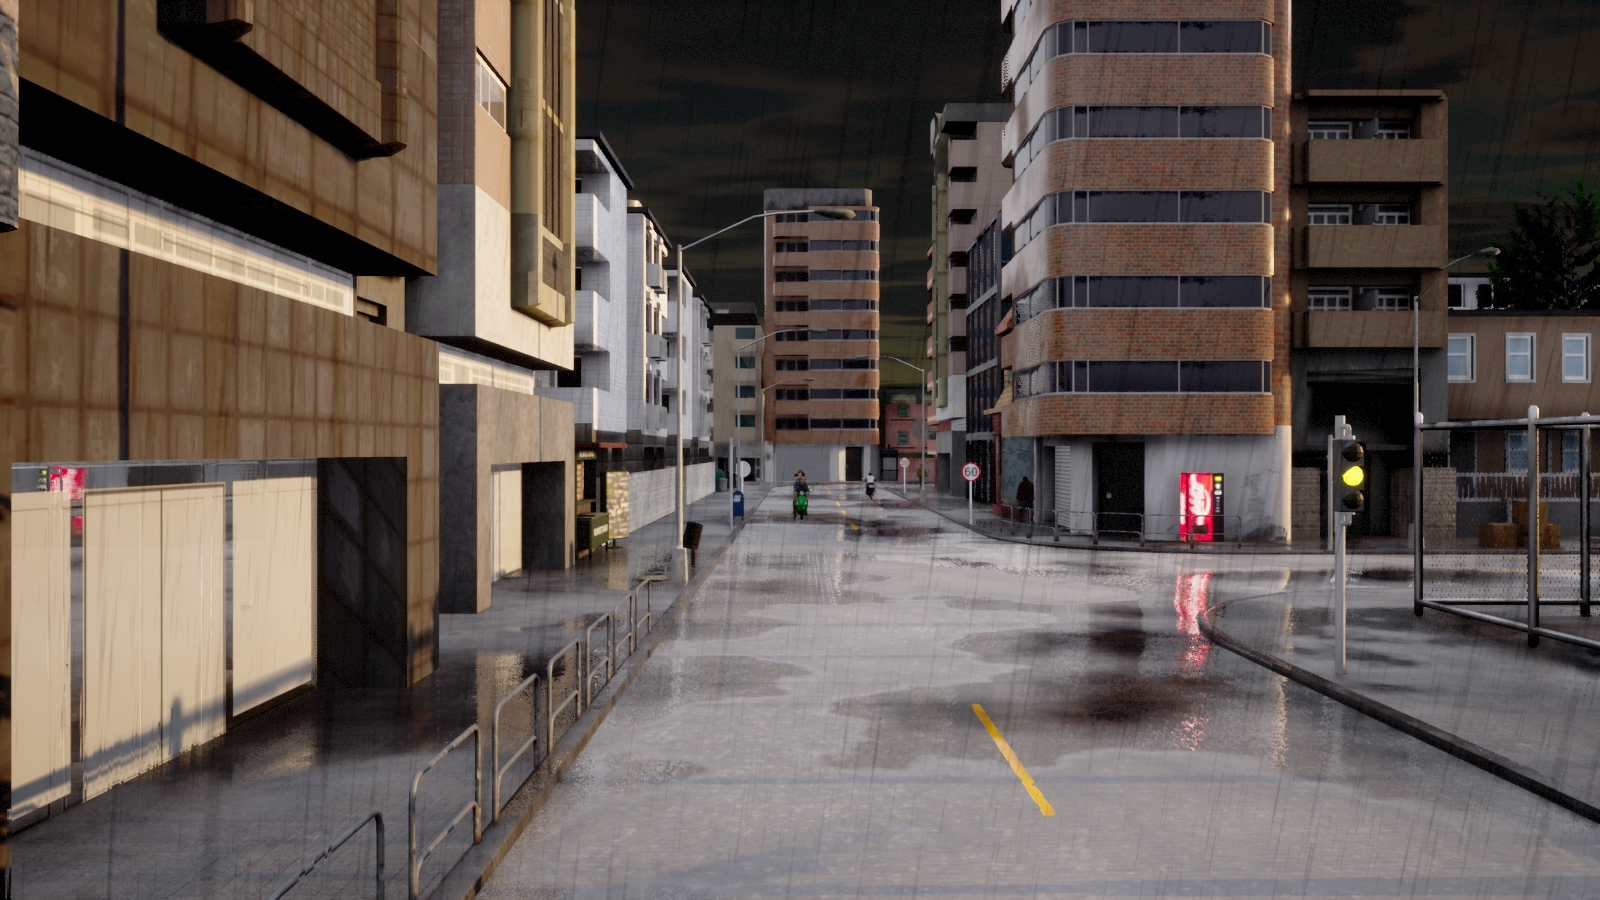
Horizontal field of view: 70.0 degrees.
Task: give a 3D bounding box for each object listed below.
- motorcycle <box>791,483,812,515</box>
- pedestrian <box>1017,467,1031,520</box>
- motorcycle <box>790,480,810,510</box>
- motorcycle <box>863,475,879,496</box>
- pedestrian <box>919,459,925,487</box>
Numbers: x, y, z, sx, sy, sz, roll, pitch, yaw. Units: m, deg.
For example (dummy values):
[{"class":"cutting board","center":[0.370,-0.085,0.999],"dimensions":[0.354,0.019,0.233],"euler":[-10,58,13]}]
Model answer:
[{"class":"motorcycle","center":[0.063,1.970,46.521],"dimensions":[0.856,1.236,1.805],"euler":[0,0,0]},{"class":"pedestrian","center":[7.835,1.523,39.999],"dimensions":[0.375,1.860,0.375],"euler":[0,0,-6]},{"class":"motorcycle","center":[0.019,1.970,50.389],"dimensions":[0.856,1.236,1.805],"euler":[0,0,0]},{"class":"motorcycle","center":[4.036,2.004,65.282],"dimensions":[0.803,1.145,2.033],"euler":[0,0,0]},{"class":"pedestrian","center":[8.243,1.536,76.975],"dimensions":[0.375,1.860,0.375],"euler":[0,0,11]}]
